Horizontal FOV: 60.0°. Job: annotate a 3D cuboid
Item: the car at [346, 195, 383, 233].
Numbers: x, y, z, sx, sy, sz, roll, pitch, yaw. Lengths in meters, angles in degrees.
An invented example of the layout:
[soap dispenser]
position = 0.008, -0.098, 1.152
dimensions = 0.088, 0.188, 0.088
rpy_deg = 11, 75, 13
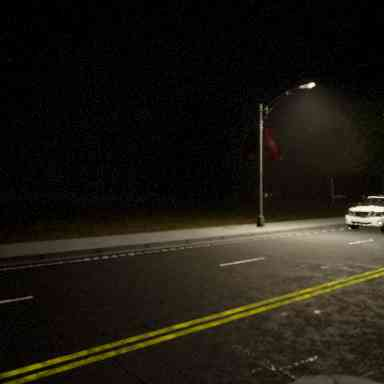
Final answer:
[car]
position = 11.504, 1.221, 19.866
dimensions = 5.566, 2.045, 2.150
rpy_deg = 0, 0, -35
